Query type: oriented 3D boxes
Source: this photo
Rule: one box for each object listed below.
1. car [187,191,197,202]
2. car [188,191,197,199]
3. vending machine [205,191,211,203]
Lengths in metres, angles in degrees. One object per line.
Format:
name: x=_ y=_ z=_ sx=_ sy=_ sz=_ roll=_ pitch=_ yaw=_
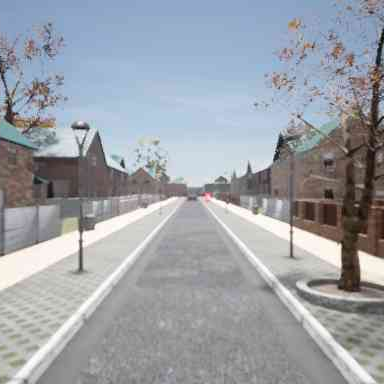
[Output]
car: x=0.055 y=1.065 z=70.496 sx=2.097 sy=1.767 sz=4.553 roll=0 pitch=0 yaw=0
car: x=0.067 y=0.749 z=84.475 sx=2.150 sy=2.045 sz=5.566 roll=0 pitch=0 yaw=0
vending machine: x=3.032 y=0.961 z=61.984 sx=1.100 sy=2.100 sz=0.880 roll=-1 pitch=-1 yaw=0
